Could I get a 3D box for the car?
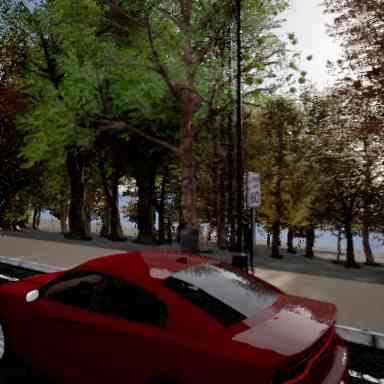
[{"bbox_3d":[-0.775,1.517,4.239,5.008,1.535,1.882,-1,-1,36],"label":"car"}]
